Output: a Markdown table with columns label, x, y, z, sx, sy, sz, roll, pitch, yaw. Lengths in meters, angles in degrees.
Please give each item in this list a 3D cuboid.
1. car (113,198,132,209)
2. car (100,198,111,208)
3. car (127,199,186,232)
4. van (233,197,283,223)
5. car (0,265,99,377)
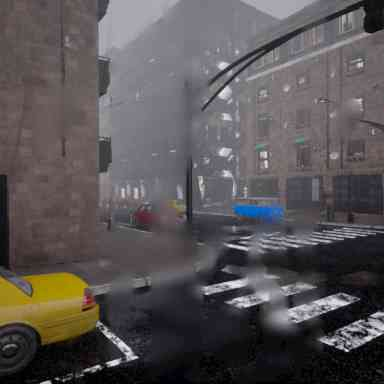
| label | x | y | z | sx | sy | sz | roll | pitch | yaw |
| --- | --- | --- | --- | --- | --- | --- | --- | --- | --- |
| car | -8.440 | 1.463 | 43.206 | 1.887 | 1.381 | 4.507 | -1 | 0 | -36 |
| car | -11.766 | 1.463 | 47.787 | 1.887 | 1.381 | 4.507 | -1 | 0 | -36 |
| car | -1.928 | 1.440 | 19.972 | 1.967 | 1.590 | 4.097 | 0 | 0 | -36 |
| van | 4.864 | 1.280 | 24.880 | 1.690 | 1.788 | 3.998 | 0 | 0 | -36 |
| car | -3.634 | 1.525 | 3.972 | 4.829 | 1.417 | 1.752 | 0 | 0 | -36 |
